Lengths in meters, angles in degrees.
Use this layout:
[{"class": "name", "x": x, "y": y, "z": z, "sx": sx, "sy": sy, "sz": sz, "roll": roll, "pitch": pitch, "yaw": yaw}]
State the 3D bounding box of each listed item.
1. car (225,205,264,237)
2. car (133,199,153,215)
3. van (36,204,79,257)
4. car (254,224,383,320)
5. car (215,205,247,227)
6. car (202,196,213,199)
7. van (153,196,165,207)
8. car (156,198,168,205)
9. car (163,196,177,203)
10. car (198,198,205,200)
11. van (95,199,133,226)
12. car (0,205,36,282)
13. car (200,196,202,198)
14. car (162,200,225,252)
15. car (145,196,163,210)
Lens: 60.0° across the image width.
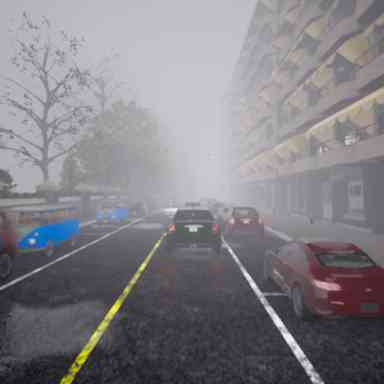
[{"class": "car", "x": 2.691, "y": 1.504, "z": 18.368, "sx": 1.967, "sy": 1.590, "sz": 4.097, "roll": 0, "pitch": 0, "yaw": 0}, {"class": "car", "x": -5.689, "y": 1.689, "z": 35.258, "sx": 1.947, "sy": 1.339, "sz": 4.313, "roll": 0, "pitch": 0, "yaw": 0}, {"class": "van", "x": -5.689, "y": 1.386, "z": 12.737, "sx": 1.690, "sy": 1.788, "sz": 3.998, "roll": 0, "pitch": 0, "yaw": 0}, {"class": "car", "x": 2.691, "y": 1.607, "z": 7.106, "sx": 1.802, "sy": 1.307, "sz": 4.206, "roll": 0, "pitch": 0, "yaw": 0}, {"class": "car", "x": 2.691, "y": 1.665, "z": 23.998, "sx": 1.802, "sy": 1.307, "sz": 4.206, "roll": 0, "pitch": 0, "yaw": 0}, {"class": "car", "x": 2.691, "y": 1.606, "z": 46.518, "sx": 1.967, "sy": 1.590, "sz": 4.097, "roll": 0, "pitch": 0, "yaw": 0}, {"class": "van", "x": -5.689, "y": 1.555, "z": 57.779, "sx": 1.690, "sy": 1.788, "sz": 3.998, "roll": 0, "pitch": 0, "yaw": 0}, {"class": "car", "x": -5.689, "y": 1.821, "z": 63.409, "sx": 1.802, "sy": 1.307, "sz": 4.206, "roll": 0, "pitch": 0, "yaw": 0}, {"class": "car", "x": -3.080, "y": 1.677, "z": 51.439, "sx": 2.128, "sy": 1.511, "sz": 4.902, "roll": 0, "pitch": 0, "yaw": 0}, {"class": "car", "x": 0.070, "y": 1.609, "z": 29.556, "sx": 1.837, "sy": 1.490, "sz": 4.892, "roll": 0, "pitch": 0, "yaw": 0}, {"class": "van", "x": -5.689, "y": 1.424, "z": 23.998, "sx": 1.690, "sy": 1.788, "sz": 3.998, "roll": 0, "pitch": 0, "yaw": 0}, {"class": "car", "x": -5.690, "y": 1.340, "z": 7.107, "sx": 2.192, "sy": 1.841, "sz": 5.009, "roll": 0, "pitch": 0, "yaw": 0}, {"class": "car", "x": 2.692, "y": 1.740, "z": 57.949, "sx": 1.752, "sy": 1.417, "sz": 4.829, "roll": 0, "pitch": 0, "yaw": 0}, {"class": "car", "x": 0.068, "y": 1.400, "z": 14.203, "sx": 2.097, "sy": 1.767, "sz": 4.553, "roll": 0, "pitch": 0, "yaw": 0}, {"class": "car", "x": -5.689, "y": 1.481, "z": 46.519, "sx": 2.192, "sy": 1.841, "sz": 5.009, "roll": 0, "pitch": 0, "yaw": 0}]
